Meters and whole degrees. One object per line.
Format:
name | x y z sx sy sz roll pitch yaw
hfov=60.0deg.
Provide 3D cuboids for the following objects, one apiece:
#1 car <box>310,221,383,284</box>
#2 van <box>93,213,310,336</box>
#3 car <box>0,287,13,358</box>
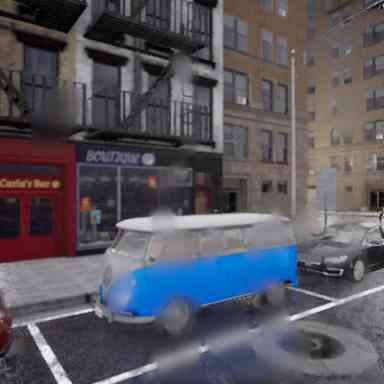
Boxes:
car | 4.670 1.547 9.520 4.403 1.369 2.008 0 0 -35
van | 0.267 1.340 6.383 3.998 1.788 1.690 0 0 -35
car | -4.136 1.583 3.245 4.206 1.307 1.802 0 0 -35
